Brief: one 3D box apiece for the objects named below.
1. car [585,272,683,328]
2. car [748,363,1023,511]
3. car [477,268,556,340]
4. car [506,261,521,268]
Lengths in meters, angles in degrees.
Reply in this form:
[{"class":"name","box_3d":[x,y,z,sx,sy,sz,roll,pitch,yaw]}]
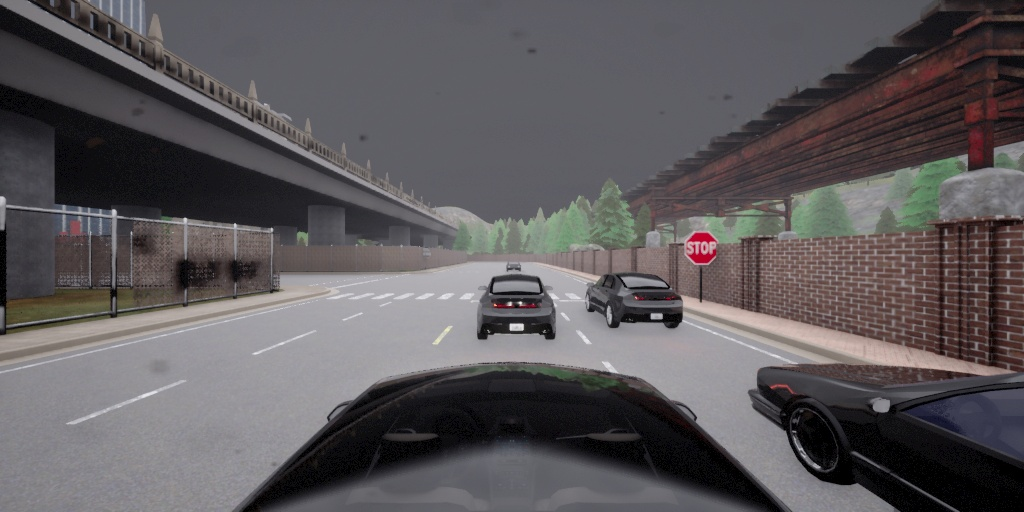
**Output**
[{"class":"car","box_3d":[3.605,1.255,11.334,1.837,1.490,4.892,0,0,0]},{"class":"car","box_3d":[3.600,1.297,1.588,2.033,1.411,5.357,0,0,0]},{"class":"car","box_3d":[0.103,1.255,9.977,1.837,1.490,4.892,0,0,0]},{"class":"car","box_3d":[0.205,1.351,46.264,1.895,1.301,4.718,0,0,-1]}]
